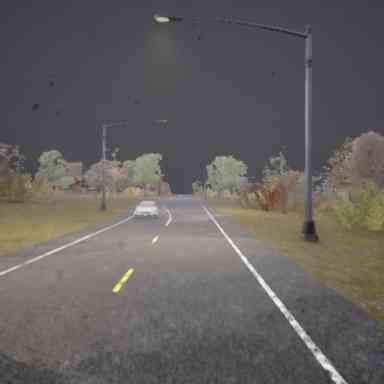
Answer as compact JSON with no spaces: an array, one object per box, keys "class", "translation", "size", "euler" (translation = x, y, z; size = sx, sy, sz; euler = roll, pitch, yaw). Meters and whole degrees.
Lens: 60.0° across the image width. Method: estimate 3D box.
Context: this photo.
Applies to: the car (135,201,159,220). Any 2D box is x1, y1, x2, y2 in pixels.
[{"class":"car","translation":[-3.852,1.541,28.914],"size":[1.812,1.442,4.674],"euler":[0,0,-3]}]
